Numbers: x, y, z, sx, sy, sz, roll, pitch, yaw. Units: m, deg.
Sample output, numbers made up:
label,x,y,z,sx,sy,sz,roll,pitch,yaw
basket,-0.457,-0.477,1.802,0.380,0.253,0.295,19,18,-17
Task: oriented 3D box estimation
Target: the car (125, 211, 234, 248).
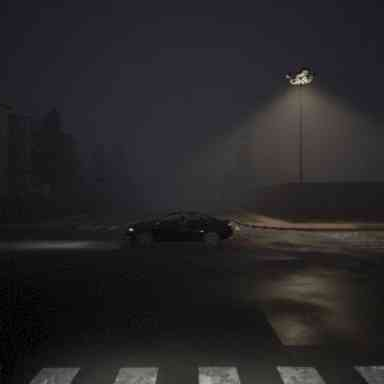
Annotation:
label,x,y,z,sx,sy,sz,roll,pitch,yaw
car,-0.552,1.652,15.123,4.902,1.511,2.128,0,-1,0
